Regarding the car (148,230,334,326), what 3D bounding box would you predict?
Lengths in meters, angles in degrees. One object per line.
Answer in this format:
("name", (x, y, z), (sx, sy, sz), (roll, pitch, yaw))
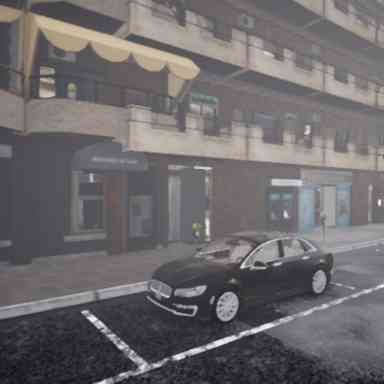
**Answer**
("car", (1.207, 1.532, 6.953), (4.403, 1.369, 2.008), (0, 1, -35))
